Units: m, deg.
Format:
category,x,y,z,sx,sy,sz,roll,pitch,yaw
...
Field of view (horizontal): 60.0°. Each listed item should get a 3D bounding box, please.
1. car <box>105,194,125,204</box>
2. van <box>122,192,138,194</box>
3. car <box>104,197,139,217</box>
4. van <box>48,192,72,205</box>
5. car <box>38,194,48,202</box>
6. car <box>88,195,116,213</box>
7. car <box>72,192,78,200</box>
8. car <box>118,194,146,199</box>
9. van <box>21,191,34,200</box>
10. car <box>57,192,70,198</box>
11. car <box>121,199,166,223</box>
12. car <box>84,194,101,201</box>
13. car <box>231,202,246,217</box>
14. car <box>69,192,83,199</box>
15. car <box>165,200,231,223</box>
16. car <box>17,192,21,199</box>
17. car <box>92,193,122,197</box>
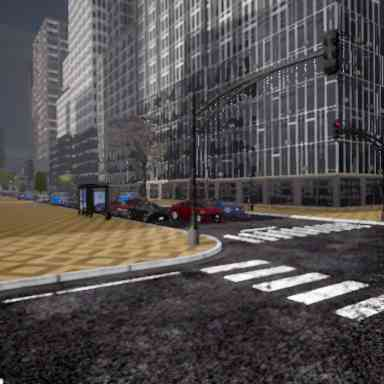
category,x,y,z,sx,sy,sz,roll,pitch,yaw
car,-12.384,1.093,53.339,1.802,1.307,4.206,0,1,-34
van,-9.178,0.905,48.643,1.690,1.788,3.998,0,1,-34
car,-6.572,1.420,29.781,1.802,1.307,4.206,0,1,-34
van,-19.303,0.971,48.610,1.690,1.788,3.998,0,1,-34
car,-25.717,1.074,57.998,2.008,1.369,4.403,0,1,-34
car,-9.730,1.352,34.506,1.947,1.339,4.313,0,1,-34
car,-22.003,0.665,67.415,2.192,1.841,5.009,0,1,-34
car,-5.119,1.266,32.429,1.882,1.535,5.008,-1,1,-34
van,-35.335,0.703,72.074,1.690,1.788,3.998,0,1,-34
car,-31.622,0.740,81.495,2.008,1.369,4.403,0,1,-34
car,-3.379,1.456,25.076,1.947,1.339,4.313,0,1,-34
car,-18.797,0.986,62.725,1.802,1.307,4.206,0,1,-34
car,2.070,1.362,27.653,2.033,1.411,5.357,-1,1,-35
car,-25.210,0.737,72.108,1.967,1.590,4.097,0,1,-34
car,0.302,1.353,24.493,1.882,1.535,5.008,-1,1,-34
car,-38.541,0.748,76.768,1.967,1.590,4.097,0,1,-34
car,-10.794,1.049,40.720,2.097,1.767,4.553,-1,1,-35
